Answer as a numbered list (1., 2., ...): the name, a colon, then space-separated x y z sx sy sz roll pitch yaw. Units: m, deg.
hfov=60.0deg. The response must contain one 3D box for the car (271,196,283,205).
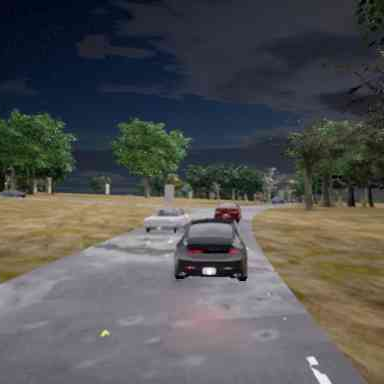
1. car: 21.312 2.095 82.915 2.150 2.045 5.566 -1 -1 24

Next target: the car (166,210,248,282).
1. car: 0.604 1.532 9.918 1.837 1.490 4.892 0 0 5

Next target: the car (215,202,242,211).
1. car: 2.997 1.552 26.938 1.882 1.535 5.008 0 0 11

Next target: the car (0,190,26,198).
1. car: -31.052 0.274 57.613 4.181 1.385 1.994 2 -1 16

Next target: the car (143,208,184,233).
1. car: -1.449 1.664 20.149 1.895 1.301 4.718 0 0 9
